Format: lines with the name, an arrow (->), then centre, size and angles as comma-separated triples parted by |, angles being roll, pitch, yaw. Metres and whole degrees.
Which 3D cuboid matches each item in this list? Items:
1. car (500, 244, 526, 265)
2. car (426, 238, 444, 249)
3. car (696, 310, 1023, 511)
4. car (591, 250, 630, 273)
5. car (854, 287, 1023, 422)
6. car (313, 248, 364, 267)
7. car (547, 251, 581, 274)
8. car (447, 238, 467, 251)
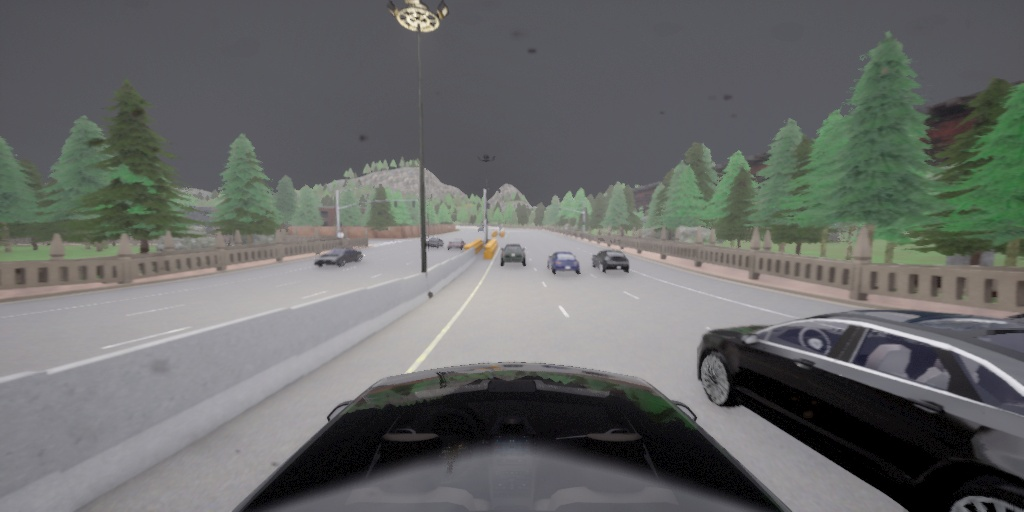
car -> 0.097, -0.276, 30.739 | 2.097, 1.767, 4.553 | 0, 5, 0
car -> -10.428, -1.751, 48.359 | 2.033, 1.411, 5.357 | 0, 5, 0
car -> 3.599, 1.246, 3.310 | 2.128, 1.511, 4.902 | 0, 0, 0
car -> 7.092, 0.301, 26.177 | 1.837, 1.490, 4.892 | 0, 5, 0
car -> 7.099, 1.282, 4.156 | 1.812, 1.442, 4.674 | 0, 0, 0
car -> -14.101, 0.030, 29.547 | 2.033, 1.411, 5.357 | 0, 5, 0
car -> 3.591, 0.394, 25.293 | 1.812, 1.442, 4.674 | 0, 5, 0
car -> -6.969, -1.499, 45.459 | 1.812, 1.442, 4.674 | 0, 5, 1
